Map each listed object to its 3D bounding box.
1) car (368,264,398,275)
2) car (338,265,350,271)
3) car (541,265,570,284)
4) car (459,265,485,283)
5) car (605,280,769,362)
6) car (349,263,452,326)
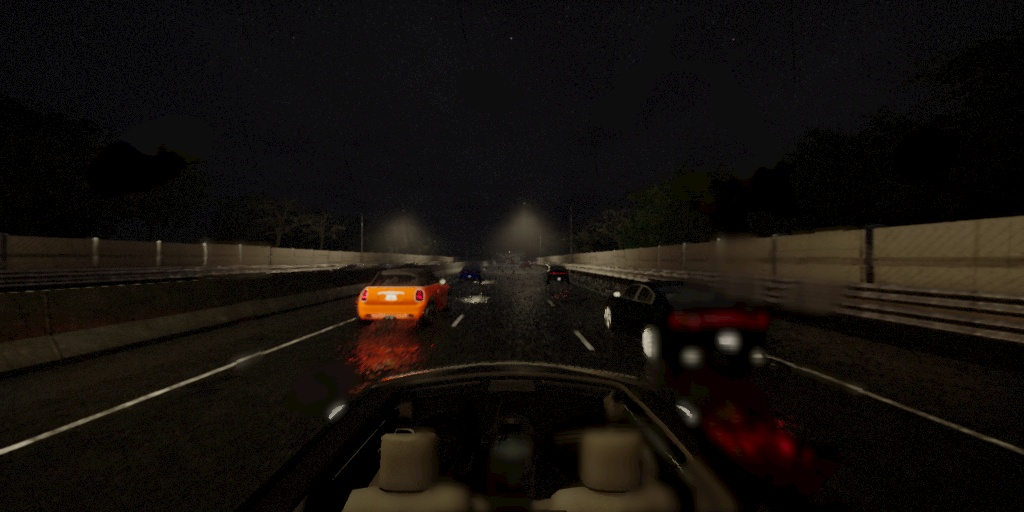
[{"bbox_3d":[-17.539,1.765,48.992,2.033,1.411,5.357,0,-1,1],"label":"car"},{"bbox_3d":[-21.040,1.751,47.625,2.033,1.411,5.357,0,-1,1],"label":"car"},{"bbox_3d":[3.607,1.525,29.818,1.837,1.490,4.892,0,-1,0],"label":"car"},{"bbox_3d":[-3.391,1.511,31.111,1.882,1.535,5.008,0,-1,0],"label":"car"},{"bbox_3d":[3.602,1.291,8.438,1.882,1.535,5.008,0,-1,0],"label":"car"},{"bbox_3d":[-3.396,1.201,12.211,2.097,1.767,4.553,0,-1,0],"label":"car"}]
